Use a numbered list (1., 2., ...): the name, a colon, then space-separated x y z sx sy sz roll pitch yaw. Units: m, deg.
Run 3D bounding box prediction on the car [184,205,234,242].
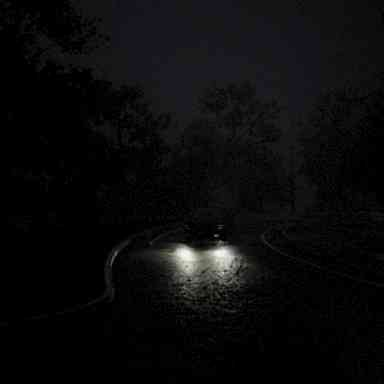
1. car: 0.953 1.447 16.442 1.882 1.535 5.008 -1 0 13
